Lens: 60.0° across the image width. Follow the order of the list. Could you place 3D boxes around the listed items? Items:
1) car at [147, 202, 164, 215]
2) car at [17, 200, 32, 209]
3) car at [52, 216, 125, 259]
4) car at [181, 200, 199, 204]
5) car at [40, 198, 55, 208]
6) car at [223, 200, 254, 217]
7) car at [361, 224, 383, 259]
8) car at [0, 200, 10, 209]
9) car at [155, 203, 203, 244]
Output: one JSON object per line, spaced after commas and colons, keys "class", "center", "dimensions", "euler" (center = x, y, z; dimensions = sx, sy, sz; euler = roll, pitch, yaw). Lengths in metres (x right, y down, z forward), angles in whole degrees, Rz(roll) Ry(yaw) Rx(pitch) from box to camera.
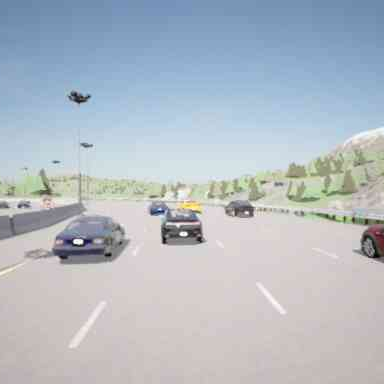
{"class": "car", "center": [-3.673, 1.713, 35.728], "dimensions": [1.994, 1.385, 4.181], "euler": [-1, 0, -12]}
{"class": "car", "center": [-27.951, 2.038, 55.712], "dimensions": [2.033, 1.411, 5.357], "euler": [-1, 0, -21]}
{"class": "car", "center": [-3.812, 1.631, 13.029], "dimensions": [2.033, 1.411, 5.357], "euler": [-1, 0, -5]}
{"class": "car", "center": [-0.368, 1.592, 37.383], "dimensions": [1.882, 1.535, 5.008], "euler": [0, 0, -13]}
{"class": "car", "center": [-24.785, 1.810, 57.140], "dimensions": [2.097, 1.767, 4.553], "euler": [-1, 0, -21]}
{"class": "car", "center": [4.358, 1.548, 31.594], "dimensions": [1.837, 1.490, 4.892], "euler": [0, 0, -11]}
{"class": "car", "center": [6.912, 1.299, 9.612], "dimensions": [2.097, 1.767, 4.553], "euler": [-1, 0, -3]}
{"class": "car", "center": [-31.618, 2.092, 55.442], "dimensions": [1.994, 1.385, 4.181], "euler": [-1, 0, -21]}
{"class": "car", "center": [-0.616, 1.548, 16.318], "dimensions": [2.128, 1.511, 4.902], "euler": [0, 0, -6]}
